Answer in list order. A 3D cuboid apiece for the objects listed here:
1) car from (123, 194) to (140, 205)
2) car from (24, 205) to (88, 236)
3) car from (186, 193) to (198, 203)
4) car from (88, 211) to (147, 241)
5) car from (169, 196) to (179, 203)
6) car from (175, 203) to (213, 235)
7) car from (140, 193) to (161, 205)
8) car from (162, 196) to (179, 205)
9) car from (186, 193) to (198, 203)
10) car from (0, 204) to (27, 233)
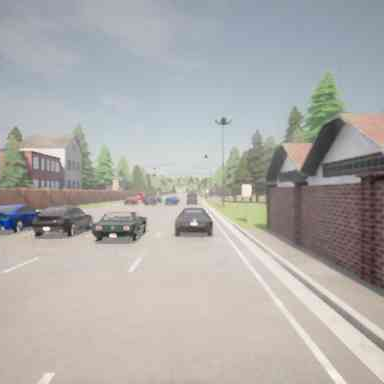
[{"bbox_3d":[-10.503,1.486,57.401,1.812,1.442,4.674,0,0,0],"label":"car"},{"bbox_3d":[-6.900,1.492,18.195,1.837,1.490,4.892,0,0,0],"label":"car"},{"bbox_3d":[-0.003,1.166,67.528,2.150,2.045,5.566,0,0,0],"label":"car"},{"bbox_3d":[-3.400,1.589,16.554,1.895,1.301,4.718,0,0,0],"label":"car"},{"bbox_3d":[-3.503,1.484,66.667,1.812,1.442,4.674,0,0,0],"label":"car"},{"bbox_3d":[0.099,1.551,18.608,1.994,1.385,4.181,0,0,0],"label":"car"},{"bbox_3d":[-7.003,1.453,56.248,2.128,1.511,4.902,0,0,0],"label":"car"},{"bbox_3d":[-3.503,1.439,56.248,1.882,1.535,5.008,0,0,0],"label":"car"},{"bbox_3d":[-0.003,1.452,57.401,2.128,1.511,4.902,0,0,0],"label":"car"},{"bbox_3d":[-10.401,1.464,19.680,1.882,1.535,5.008,0,0,0],"label":"car"}]
